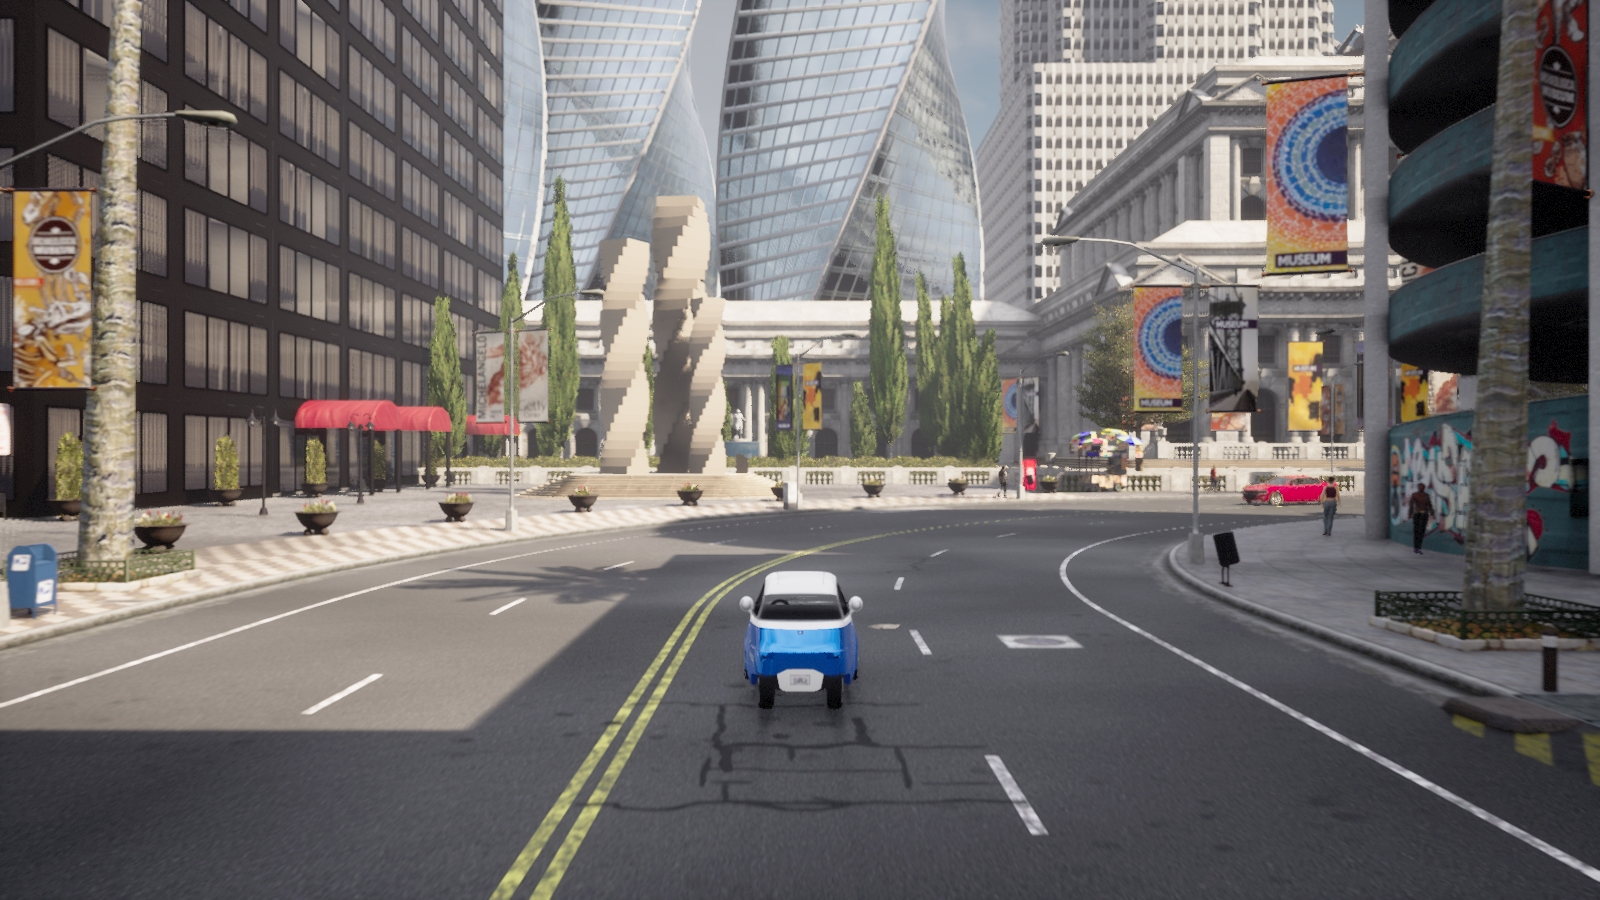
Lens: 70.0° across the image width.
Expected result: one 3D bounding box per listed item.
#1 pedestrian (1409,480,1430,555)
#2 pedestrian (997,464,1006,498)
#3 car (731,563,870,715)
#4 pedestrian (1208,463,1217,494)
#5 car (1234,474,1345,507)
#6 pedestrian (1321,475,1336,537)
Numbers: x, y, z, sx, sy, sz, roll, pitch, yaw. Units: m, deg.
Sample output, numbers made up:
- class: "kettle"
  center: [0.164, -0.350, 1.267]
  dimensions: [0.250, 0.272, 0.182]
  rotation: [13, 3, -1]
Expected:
- class: "pedestrian"
  center: [15.540, 1.691, 28.669]
  dimensions: [0.375, 1.860, 0.375]
  rotation: [0, 0, 12]
- class: "pedestrian"
  center: [10.956, 1.686, 62.135]
  dimensions: [0.375, 1.860, 0.375]
  rotation: [0, 0, -28]
- class: "car"
  center: [0.013, 2.118, 13.249]
  dimensions: [1.481, 1.376, 2.207]
  rotation: [0, 0, 0]
- class: "pedestrian"
  center: [24.587, 1.685, 68.081]
  dimensions: [0.375, 1.860, 0.375]
  rotation: [0, 0, -15]
- class: "car"
  center: [24.774, 2.025, 57.830]
  dimensions: [5.006, 1.535, 2.097]
  rotation: [0, 0, -18]
- class: "pedestrian"
  center: [16.085, 1.690, 34.745]
  dimensions: [0.375, 1.860, 0.375]
  rotation: [0, 0, 32]
